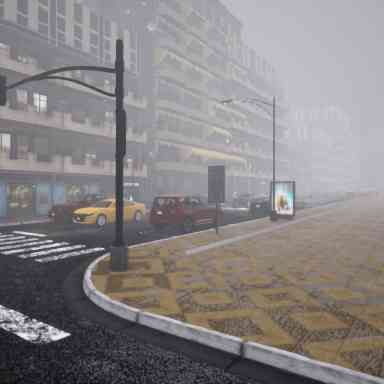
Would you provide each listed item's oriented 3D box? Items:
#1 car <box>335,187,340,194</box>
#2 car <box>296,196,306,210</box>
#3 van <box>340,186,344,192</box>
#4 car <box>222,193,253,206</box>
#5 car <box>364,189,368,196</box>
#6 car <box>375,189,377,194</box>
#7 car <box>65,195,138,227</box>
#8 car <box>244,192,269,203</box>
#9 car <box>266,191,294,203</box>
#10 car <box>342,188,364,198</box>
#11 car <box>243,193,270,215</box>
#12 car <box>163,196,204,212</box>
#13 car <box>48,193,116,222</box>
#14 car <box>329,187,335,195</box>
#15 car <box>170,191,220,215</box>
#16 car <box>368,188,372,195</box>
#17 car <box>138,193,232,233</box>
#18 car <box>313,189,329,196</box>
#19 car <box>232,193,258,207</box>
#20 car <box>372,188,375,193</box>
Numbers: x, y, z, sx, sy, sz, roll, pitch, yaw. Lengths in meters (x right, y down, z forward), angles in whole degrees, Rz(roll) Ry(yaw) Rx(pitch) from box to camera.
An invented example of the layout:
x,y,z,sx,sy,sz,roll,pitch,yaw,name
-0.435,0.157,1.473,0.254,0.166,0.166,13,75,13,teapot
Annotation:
x,y,z,sx,sy,sz,roll,pitch,yaw,name
34.187,-0.240,81.593,1.967,1.590,4.097,2,2,35,car
9.353,0.965,31.376,1.947,1.339,4.313,1,2,35,car
37.362,-0.446,86.137,1.690,1.788,3.998,2,2,35,van
5.619,0.828,40.667,2.008,1.369,4.403,2,2,35,car
31.578,0.098,63.213,1.967,1.590,4.097,1,2,35,car
44.277,-0.221,81.411,2.008,1.369,4.403,1,2,35,car
-5.045,1.180,20.880,1.882,1.535,5.008,0,1,34,car
8.792,0.754,45.214,1.802,1.307,4.206,2,2,35,car
12.084,0.631,45.338,2.128,1.511,4.902,0,1,35,car
28.403,0.308,58.668,1.887,1.381,4.507,1,2,35,car
6.178,1.069,26.827,1.947,1.339,4.313,1,2,35,car
-0.730,1.069,31.572,1.802,1.307,4.206,2,2,35,car
-7.076,1.010,22.469,2.192,1.841,5.009,1,2,35,car
31.012,-0.027,77.048,1.887,1.381,4.507,2,2,35,car
0.339,0.878,28.601,2.097,1.767,4.553,0,1,35,car
34.753,0.095,67.765,1.887,1.381,4.507,1,2,35,car
-0.170,1.026,17.724,2.192,1.841,5.009,1,2,35,car
27.838,-0.025,72.497,1.967,1.590,4.097,2,2,35,car
6.080,0.842,36.812,1.837,1.490,4.892,0,1,35,car
37.928,-0.012,72.314,1.887,1.381,4.507,1,2,35,car
